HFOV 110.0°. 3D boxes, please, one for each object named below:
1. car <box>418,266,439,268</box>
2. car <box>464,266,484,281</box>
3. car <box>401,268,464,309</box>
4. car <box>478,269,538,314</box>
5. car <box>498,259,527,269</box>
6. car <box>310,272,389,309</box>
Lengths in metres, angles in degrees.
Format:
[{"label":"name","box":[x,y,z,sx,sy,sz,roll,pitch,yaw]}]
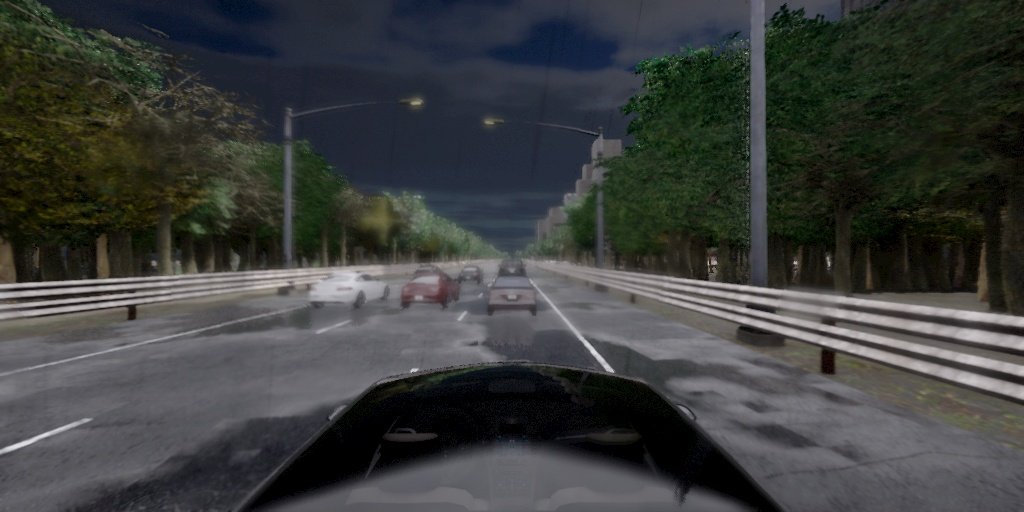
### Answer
[{"label":"car","box":[-6.961,1.537,30.337,1.837,1.490,4.892,0,0,1]},{"label":"car","box":[-3.457,1.559,30.741,1.812,1.442,4.674,0,0,1]},{"label":"car","box":[-3.465,1.417,15.736,1.812,1.442,4.674,0,0,1]},{"label":"car","box":[0.017,1.425,14.340,2.033,1.411,5.357,0,-1,0]},{"label":"car","box":[0.026,1.246,29.413,2.150,2.045,5.566,0,0,0]},{"label":"car","box":[-6.966,1.417,15.745,1.812,1.442,4.674,0,0,1]}]
